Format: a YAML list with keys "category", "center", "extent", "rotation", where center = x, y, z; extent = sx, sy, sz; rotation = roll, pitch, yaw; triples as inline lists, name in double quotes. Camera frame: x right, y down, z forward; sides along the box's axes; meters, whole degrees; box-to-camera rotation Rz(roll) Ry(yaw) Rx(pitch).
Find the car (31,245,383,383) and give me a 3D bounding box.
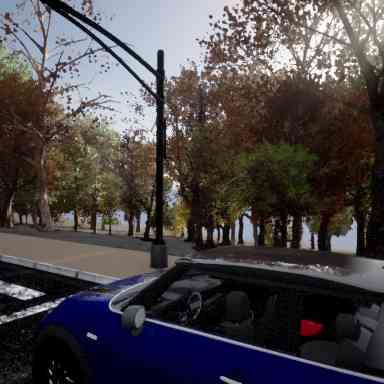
- category: "car"
  center: [0.418, 1.352, 3.358]
  extent: [4.553, 1.767, 2.097]
  rotation: [0, 0, 34]
